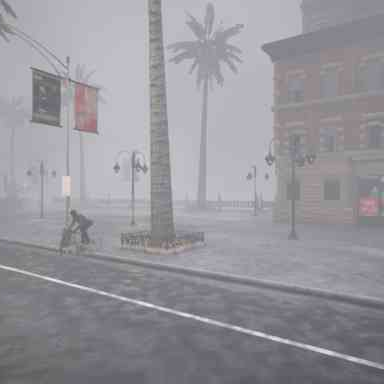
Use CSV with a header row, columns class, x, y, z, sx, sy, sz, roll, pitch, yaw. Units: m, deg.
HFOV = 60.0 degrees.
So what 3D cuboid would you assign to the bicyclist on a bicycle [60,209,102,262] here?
class,x,y,z,sx,sy,sz,roll,pitch,yaw
bicyclist on a bicycle,-3.690,1.362,11.014,0.582,1.620,1.656,0,9,35
